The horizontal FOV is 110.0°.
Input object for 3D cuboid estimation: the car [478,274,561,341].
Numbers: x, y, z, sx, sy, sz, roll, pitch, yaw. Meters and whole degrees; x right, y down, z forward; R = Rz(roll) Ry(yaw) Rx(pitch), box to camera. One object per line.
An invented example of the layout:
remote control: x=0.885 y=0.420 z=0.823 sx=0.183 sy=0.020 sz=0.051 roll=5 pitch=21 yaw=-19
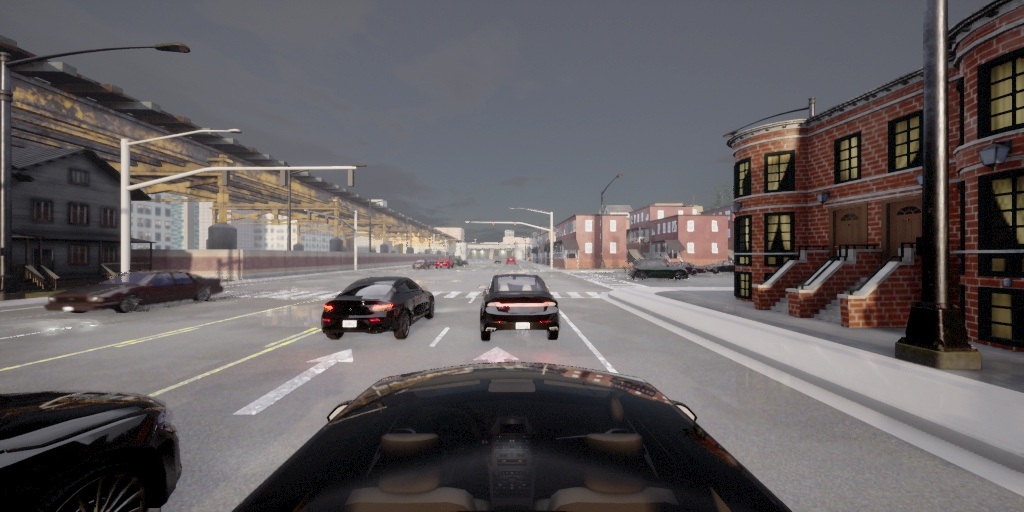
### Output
car: x=0.092 y=1.242 z=9.902 sx=2.128 sy=1.511 sz=4.902 roll=0 pitch=0 yaw=-3

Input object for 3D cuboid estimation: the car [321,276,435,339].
car: x=-3.450 y=1.276 z=9.935 sx=1.812 sy=1.442 sz=4.674 roll=0 pitch=0 yaw=0

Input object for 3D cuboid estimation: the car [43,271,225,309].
car: x=-14.135 y=1.297 z=14.074 sx=2.033 sy=1.411 sz=5.357 roll=0 pitch=0 yaw=0

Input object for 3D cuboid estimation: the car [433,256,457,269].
car: x=-10.737 y=0.971 z=57.273 sx=2.150 sy=2.045 sz=5.566 roll=0 pitch=0 yaw=0

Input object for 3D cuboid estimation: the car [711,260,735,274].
car: x=23.890 y=1.241 z=40.226 sx=4.902 sy=1.511 sz=2.128 roll=0 pitch=0 yaw=0

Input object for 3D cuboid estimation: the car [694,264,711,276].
car: x=16.899 y=1.297 z=36.715 sx=5.357 sy=1.411 sz=2.033 roll=0 pitch=0 yaw=0

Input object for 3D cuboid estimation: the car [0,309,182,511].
car: x=-3.395 y=1.242 z=0.668 sx=2.128 sy=1.511 sz=4.902 roll=0 pitch=0 yaw=0

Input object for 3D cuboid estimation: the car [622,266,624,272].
car: x=14.743 y=1.102 z=40.198 sx=4.553 sy=1.767 sz=2.097 roll=0 pitch=0 yaw=0

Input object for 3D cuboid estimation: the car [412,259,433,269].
car: x=-14.238 y=1.276 z=56.391 sx=1.812 sy=1.442 sz=4.674 roll=0 pitch=0 yaw=0

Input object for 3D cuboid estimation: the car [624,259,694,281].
car: x=12.039 y=1.102 z=29.645 sx=4.553 sy=1.767 sz=2.097 roll=0 pitch=0 yaw=2
